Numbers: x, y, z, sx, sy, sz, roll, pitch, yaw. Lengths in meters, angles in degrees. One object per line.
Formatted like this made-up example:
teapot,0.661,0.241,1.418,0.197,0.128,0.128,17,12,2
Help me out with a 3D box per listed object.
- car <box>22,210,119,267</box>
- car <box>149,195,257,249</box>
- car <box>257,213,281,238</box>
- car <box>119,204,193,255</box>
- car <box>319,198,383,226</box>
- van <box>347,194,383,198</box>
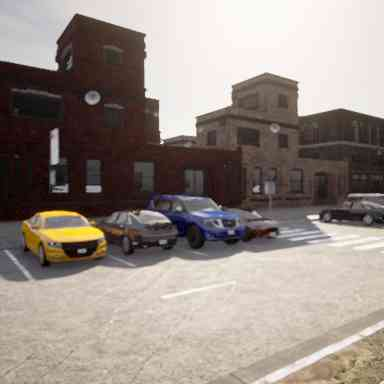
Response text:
car,-4.653,1.450,11.739,2.097,1.535,5.008,0,0,-35
car,-0.103,1.183,14.932,2.435,2.045,5.566,0,0,-35
car,2.164,1.456,16.543,2.163,1.488,4.792,0,0,-35
car,-2.380,1.443,13.341,2.231,1.521,4.892,0,0,-35
car,11.212,1.391,23.004,2.231,1.521,4.892,0,0,-35
van,13.405,1.155,24.715,1.878,1.987,4.442,0,0,-35
